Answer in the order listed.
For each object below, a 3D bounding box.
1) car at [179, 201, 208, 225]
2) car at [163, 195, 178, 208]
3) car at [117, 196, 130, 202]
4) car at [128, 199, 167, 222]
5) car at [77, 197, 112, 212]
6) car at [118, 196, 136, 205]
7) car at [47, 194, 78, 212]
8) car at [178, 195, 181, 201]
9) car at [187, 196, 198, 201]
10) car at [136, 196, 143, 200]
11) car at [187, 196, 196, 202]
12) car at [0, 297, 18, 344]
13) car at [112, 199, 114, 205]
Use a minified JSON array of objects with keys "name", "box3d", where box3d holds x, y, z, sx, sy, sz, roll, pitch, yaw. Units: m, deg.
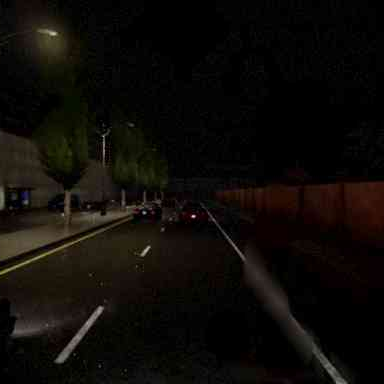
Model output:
[{"name":"car","box3d":[0.096,1.560,23.797,1.994,1.385,4.181,0,0,0]},{"name":"car","box3d":[-3.406,1.469,48.388,1.882,1.535,5.008,0,0,0]},{"name":"car","box3d":[-15.009,1.568,73.418,1.895,1.301,4.718,0,0,0]},{"name":"car","box3d":[-3.404,1.543,26.329,2.033,1.411,5.357,0,0,0]},{"name":"car","box3d":[-11.595,1.485,39.730,2.128,1.511,4.902,0,0,0]},{"name":"car","box3d":[-11.547,1.495,58.147,1.837,1.490,4.892,0,0,1]},{"name":"car","box3d":[-15.138,1.214,39.570,2.150,2.045,5.566,0,0,1]},{"name":"car","box3d":[-3.510,1.487,79.002,1.837,1.490,4.892,0,0,0]},{"name":"car","box3d":[0.095,1.540,41.260,2.033,1.411,5.357,0,0,0]},{"name":"car","box3d":[-11.509,1.519,73.640,1.994,1.385,4.181,0,0,0]},{"name":"car","box3d":[-0.009,1.540,75.375,1.994,1.385,4.181,0,0,0]},{"name":"car","box3d":[-3.401,1.547,2.242,2.033,1.411,5.357,0,0,0]},{"name":"car","box3d":[-15.044,1.538,58.103,2.033,1.411,5.357,0,0,1]}]
